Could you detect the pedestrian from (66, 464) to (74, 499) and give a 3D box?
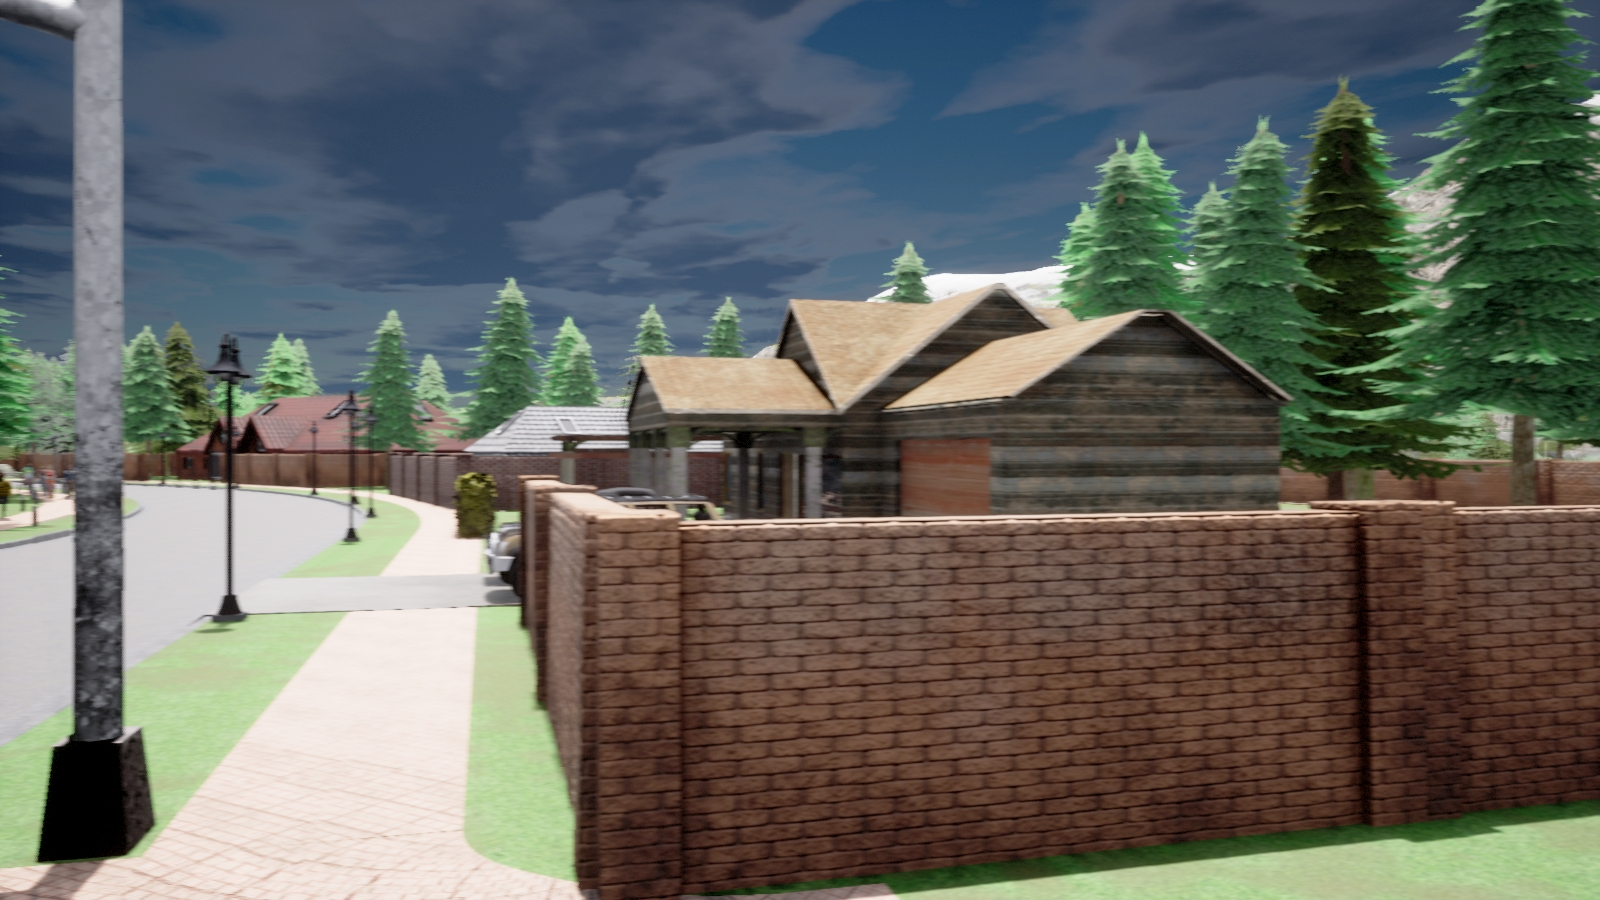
[{"bbox_3d":[-40.181,1.731,62.892,0.375,1.860,0.375,0,0,-35],"label":"pedestrian"}]

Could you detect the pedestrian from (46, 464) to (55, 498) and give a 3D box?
[{"bbox_3d":[-42.061,1.733,64.086,0.375,1.860,0.375,0,0,-41],"label":"pedestrian"}]

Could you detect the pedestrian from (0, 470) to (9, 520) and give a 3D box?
[{"bbox_3d":[-30.277,1.712,43.358,0.375,1.860,0.375,0,0,-23],"label":"pedestrian"}]
